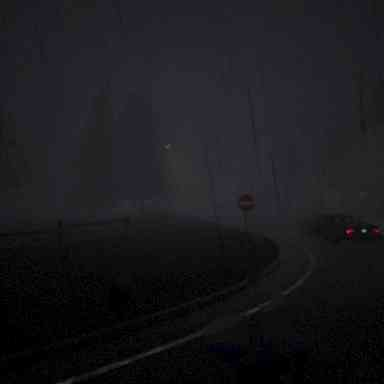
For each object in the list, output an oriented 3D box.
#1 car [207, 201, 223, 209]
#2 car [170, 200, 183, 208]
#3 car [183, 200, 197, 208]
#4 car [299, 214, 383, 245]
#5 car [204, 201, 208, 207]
[{"bbox_3d":[5.185,2.898,69.860,1.812,1.442,4.674,0,-1,-10],"label":"car"},{"bbox_3d":[-4.290,2.989,83.611,2.150,2.045,5.566,0,-1,-10],"label":"car"},{"bbox_3d":[-0.133,2.869,80.098,2.150,2.045,5.566,0,-1,-10],"label":"car"},{"bbox_3d":[7.355,1.819,17.122,2.033,1.411,5.357,0,-1,-5],"label":"car"},{"bbox_3d":[4.720,3.210,93.164,2.097,1.767,4.553,0,-1,-10],"label":"car"}]
